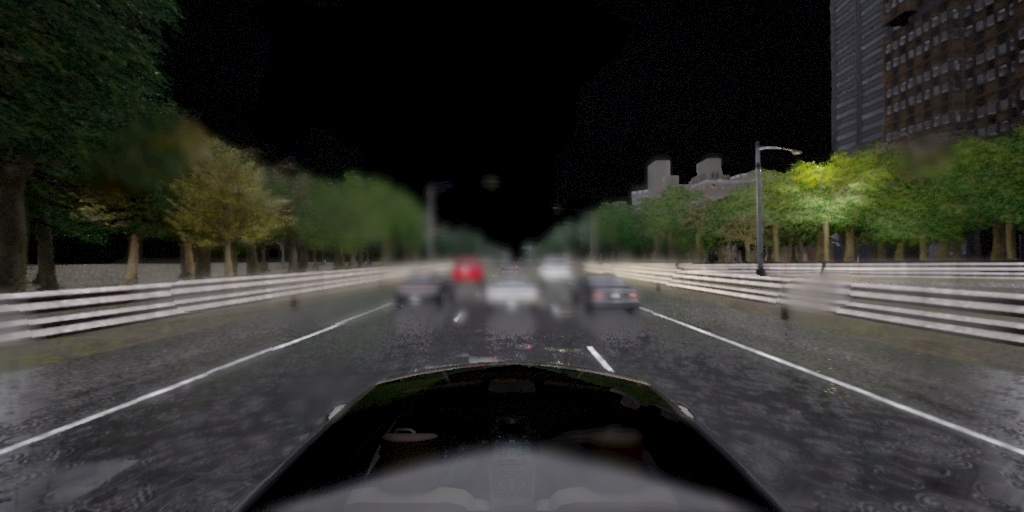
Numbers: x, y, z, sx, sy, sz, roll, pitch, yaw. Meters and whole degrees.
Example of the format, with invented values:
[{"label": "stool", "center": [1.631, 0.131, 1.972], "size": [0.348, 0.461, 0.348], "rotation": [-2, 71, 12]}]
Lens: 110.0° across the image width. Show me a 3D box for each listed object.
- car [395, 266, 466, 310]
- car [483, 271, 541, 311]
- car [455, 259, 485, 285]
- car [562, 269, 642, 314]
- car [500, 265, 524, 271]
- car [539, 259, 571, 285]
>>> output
[{"label": "car", "center": [-3.479, 1.379, 15.372], "size": [2.128, 1.511, 4.902], "rotation": [0, 0, 0]}, {"label": "car", "center": [0.020, 1.484, 15.130], "size": [1.895, 1.301, 4.718], "rotation": [0, -1, 0]}, {"label": "car", "center": [-3.489, 1.243, 29.449], "size": [2.150, 2.045, 5.566], "rotation": [0, 0, 0]}, {"label": "car", "center": [3.511, 1.424, 14.412], "size": [2.033, 1.411, 5.357], "rotation": [0, -1, 0]}, {"label": "car", "center": [0.020, 1.519, 30.365], "size": [2.128, 1.511, 4.902], "rotation": [0, 0, 0]}, {"label": "car", "center": [3.512, 1.243, 29.444], "size": [2.150, 2.045, 5.566], "rotation": [0, 0, 0]}]
